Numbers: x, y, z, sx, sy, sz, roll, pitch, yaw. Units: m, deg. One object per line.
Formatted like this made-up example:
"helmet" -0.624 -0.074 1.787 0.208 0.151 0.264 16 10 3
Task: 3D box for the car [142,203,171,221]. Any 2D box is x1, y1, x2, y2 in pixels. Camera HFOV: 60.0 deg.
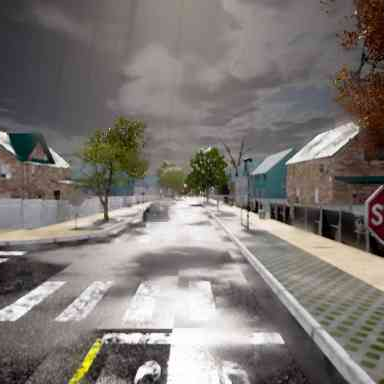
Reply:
"car" -2.757 1.540 26.644 1.994 1.385 4.181 0 0 0
